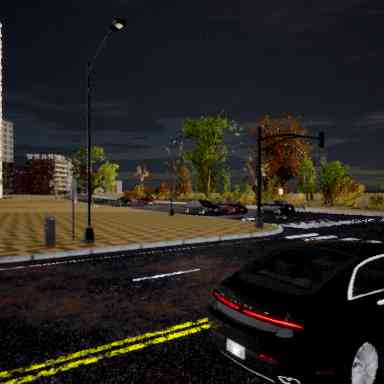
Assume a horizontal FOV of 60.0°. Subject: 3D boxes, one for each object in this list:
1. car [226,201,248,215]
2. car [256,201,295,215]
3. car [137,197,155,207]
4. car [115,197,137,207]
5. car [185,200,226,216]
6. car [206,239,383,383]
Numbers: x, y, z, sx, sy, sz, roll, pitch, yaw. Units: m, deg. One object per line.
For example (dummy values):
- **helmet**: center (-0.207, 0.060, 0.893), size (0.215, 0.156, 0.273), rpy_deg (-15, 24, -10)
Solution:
- **car**: center (3.984, 1.607, 35.197), size (1.994, 1.385, 4.181), rpy_deg (0, 0, -32)
- **car**: center (8.539, 1.584, 34.224), size (1.994, 1.385, 4.181), rpy_deg (0, 0, -31)
- **car**: center (-7.685, 1.615, 54.639), size (1.812, 1.442, 4.674), rpy_deg (0, 0, -30)
- **car**: center (-11.093, 1.613, 54.048), size (1.837, 1.490, 4.892), rpy_deg (0, 0, -30)
- **car**: center (1.028, 1.563, 33.797), size (1.837, 1.490, 4.892), rpy_deg (0, 0, -32)
- **car**: center (2.483, 1.500, 5.076), size (4.892, 1.490, 1.837), rpy_deg (0, 0, -34)
